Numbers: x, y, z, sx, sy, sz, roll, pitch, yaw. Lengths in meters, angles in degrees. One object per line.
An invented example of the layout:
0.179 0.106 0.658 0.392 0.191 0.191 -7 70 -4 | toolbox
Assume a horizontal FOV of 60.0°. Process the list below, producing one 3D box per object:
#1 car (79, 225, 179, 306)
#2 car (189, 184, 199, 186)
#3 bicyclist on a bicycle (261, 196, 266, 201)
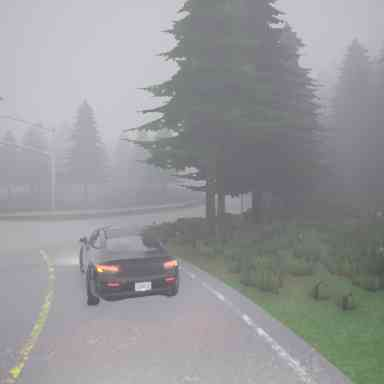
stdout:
-1.683 1.526 8.115 1.812 1.442 4.674 0 0 -21 | car
0.576 -1.747 69.734 1.994 1.385 4.181 0 5 -5 | car
6.311 0.894 30.393 1.656 1.620 0.582 -13 -4 35 | bicyclist on a bicycle
